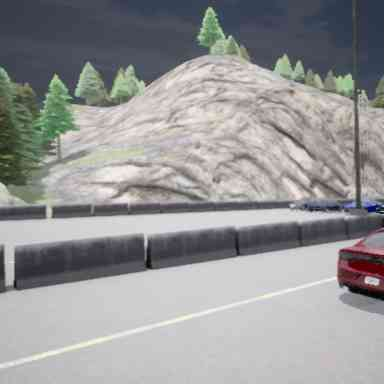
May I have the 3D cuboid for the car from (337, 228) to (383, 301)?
[{"bbox_3d":[5.343,1.478,7.557,5.008,1.535,1.882,0,0,-35],"label":"car"}]

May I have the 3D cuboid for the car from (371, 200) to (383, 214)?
[{"bbox_3d":[18.490,1.601,29.983,4.718,1.301,1.895,0,0,-35],"label":"car"}]

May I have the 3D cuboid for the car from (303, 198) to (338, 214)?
[{"bbox_3d":[14.427,1.593,35.681,4.718,1.301,1.895,0,0,-35],"label":"car"}]

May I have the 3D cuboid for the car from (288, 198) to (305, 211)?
[{"bbox_3d":[13.399,1.480,39.237,4.902,1.511,2.128,0,0,-35],"label":"car"}]

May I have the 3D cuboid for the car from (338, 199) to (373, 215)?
[{"bbox_3d":[17.212,1.474,33.364,5.008,1.535,1.882,0,0,-35],"label":"car"}]
